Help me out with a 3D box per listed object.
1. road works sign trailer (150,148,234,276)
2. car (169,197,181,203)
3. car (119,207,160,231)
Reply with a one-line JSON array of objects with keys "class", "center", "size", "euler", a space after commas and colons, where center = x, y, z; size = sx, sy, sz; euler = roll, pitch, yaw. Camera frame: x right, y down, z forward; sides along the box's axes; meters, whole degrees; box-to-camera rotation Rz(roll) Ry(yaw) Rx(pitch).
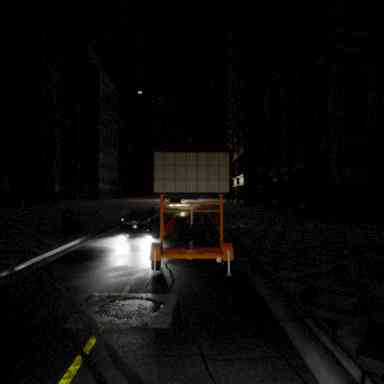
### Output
[{"class": "road works sign trailer", "center": [-0.009, 0.463, 10.307], "size": [2.380, 3.560, 2.880], "euler": [0, 0, 0]}, {"class": "car", "center": [-3.126, 1.554, 61.887], "size": [1.994, 1.385, 4.181], "euler": [0, 0, 0]}, {"class": "car", "center": [-3.121, 1.595, 20.462], "size": [1.895, 1.301, 4.718], "euler": [0, 0, 0]}]
